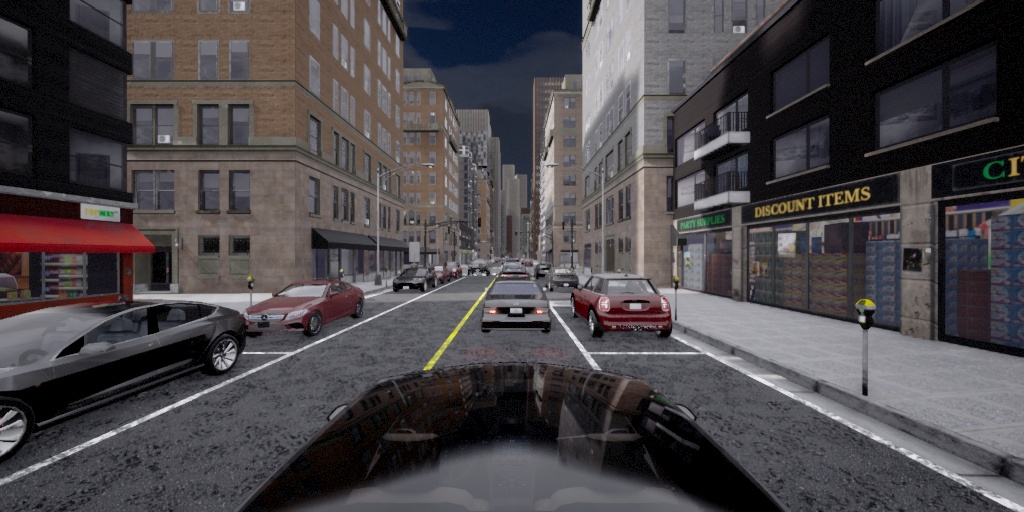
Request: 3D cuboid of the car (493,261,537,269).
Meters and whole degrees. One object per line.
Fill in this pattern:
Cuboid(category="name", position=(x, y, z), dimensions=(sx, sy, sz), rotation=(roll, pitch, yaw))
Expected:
Cuboid(category="car", position=(0.129, 1.242, 21.242), dimensions=(2.128, 1.511, 4.902), rotation=(0, 0, 0))

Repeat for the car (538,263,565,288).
Cuboid(category="car", position=(2.887, 1.301, 21.251), dimensions=(2.007, 1.370, 4.403), rotation=(0, 0, 0))

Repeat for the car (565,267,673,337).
Cuboid(category="car", position=(2.868, 1.189, 10.248), dimensions=(1.967, 1.591, 4.097), rotation=(0, 0, 0))

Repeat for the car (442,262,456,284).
Cuboid(category="car", position=(-5.630, 1.333, 26.767), dimensions=(1.802, 1.307, 4.207), rotation=(0, 0, 0))

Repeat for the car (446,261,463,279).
Cuboid(category="car", position=(-5.620, 1.193, 32.268), dimensions=(1.967, 1.591, 4.097), rotation=(0, 0, 0))

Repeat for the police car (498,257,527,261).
Cuboid(category="police car", position=(0.046, 1.178, 31.261), dimensions=(1.930, 1.638, 5.238), rotation=(0, 0, 0))

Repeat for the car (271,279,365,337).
Cuboid(category="car", position=(-5.657, 1.332, 10.263), dimensions=(1.802, 1.307, 4.207), rotation=(0, 0, 0))

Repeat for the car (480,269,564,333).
Cuboid(category="car", position=(0.110, 1.297, 10.719), dimensions=(2.033, 1.411, 5.357), rotation=(0, 0, 0))

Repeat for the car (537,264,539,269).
Cuboid(category="car", position=(2.905, 1.318, 32.253), dimensions=(1.948, 1.339, 4.313), rotation=(0, 0, 0))

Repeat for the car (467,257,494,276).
Cuboid(category="car", position=(-2.950, 0.948, 33.037), dimensions=(1.882, 1.535, 5.008), rotation=(0, 0, 0))

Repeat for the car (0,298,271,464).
Cuboid(category="car", position=(-5.667, 1.316, 4.762), dimensions=(1.948, 1.339, 4.313), rotation=(0, 0, 0))

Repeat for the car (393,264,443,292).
Cuboid(category="car", position=(-5.638, 1.316, 21.265), dimensions=(1.948, 1.339, 4.313), rotation=(0, 0, 0))
